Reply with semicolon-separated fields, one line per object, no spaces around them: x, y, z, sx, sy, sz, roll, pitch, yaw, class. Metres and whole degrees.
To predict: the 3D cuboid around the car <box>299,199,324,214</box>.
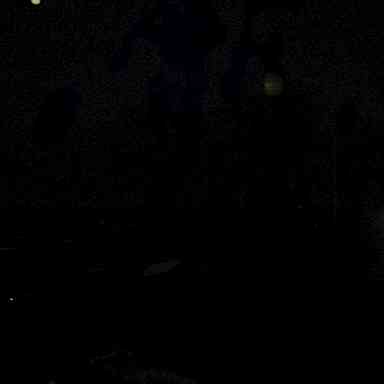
12.180;1.355;32.564;2.033;1.411;5.357;0;0;37;car

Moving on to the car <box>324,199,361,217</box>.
13.642;1.292;29.609;1.882;1.535;5.008;0;0;37;car

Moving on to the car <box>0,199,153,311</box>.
-3.303;1.170;6.999;2.150;2.045;5.566;0;1;37;car

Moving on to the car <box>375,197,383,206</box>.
28.620;1.426;49.577;2.033;1.411;5.357;0;0;37;car
